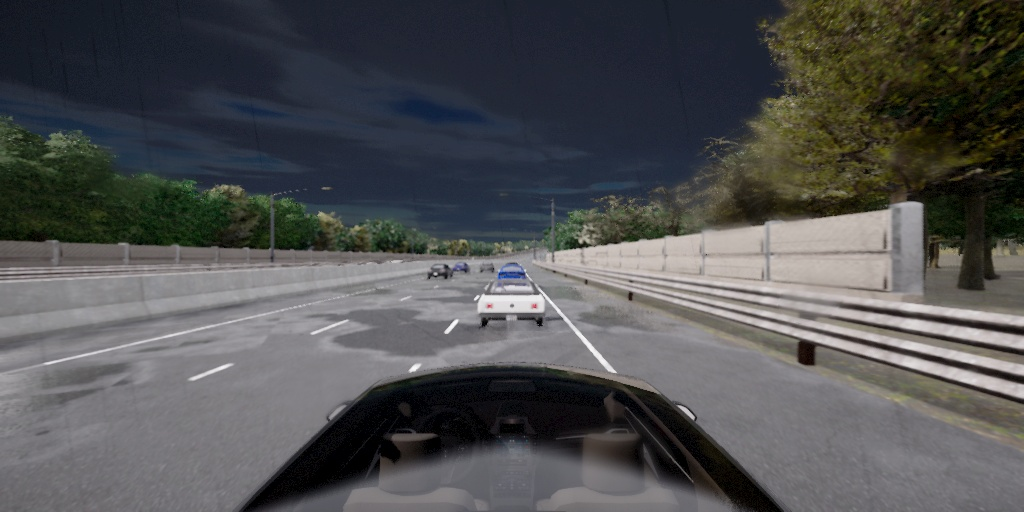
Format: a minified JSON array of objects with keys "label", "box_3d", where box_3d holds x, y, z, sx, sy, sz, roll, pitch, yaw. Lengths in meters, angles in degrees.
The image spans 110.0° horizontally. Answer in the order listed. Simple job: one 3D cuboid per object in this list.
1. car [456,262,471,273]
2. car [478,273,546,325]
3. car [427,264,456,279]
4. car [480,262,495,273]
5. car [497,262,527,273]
[{"label":"car","box_3d":[-6.888,1.539,48.854,1.812,1.442,4.674,0,0,2]},{"label":"car","box_3d":[0.000,1.409,11.962,1.895,1.301,4.718,0,0,0]},{"label":"car","box_3d":[-6.896,1.463,34.661,1.812,1.442,4.674,0,-1,0]},{"label":"car","box_3d":[-3.392,1.509,49.552,2.128,1.511,4.902,0,0,0]},{"label":"car","box_3d":[0.004,1.359,24.994,1.882,1.535,5.008,0,0,0]}]
